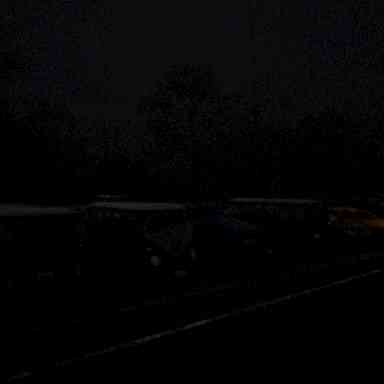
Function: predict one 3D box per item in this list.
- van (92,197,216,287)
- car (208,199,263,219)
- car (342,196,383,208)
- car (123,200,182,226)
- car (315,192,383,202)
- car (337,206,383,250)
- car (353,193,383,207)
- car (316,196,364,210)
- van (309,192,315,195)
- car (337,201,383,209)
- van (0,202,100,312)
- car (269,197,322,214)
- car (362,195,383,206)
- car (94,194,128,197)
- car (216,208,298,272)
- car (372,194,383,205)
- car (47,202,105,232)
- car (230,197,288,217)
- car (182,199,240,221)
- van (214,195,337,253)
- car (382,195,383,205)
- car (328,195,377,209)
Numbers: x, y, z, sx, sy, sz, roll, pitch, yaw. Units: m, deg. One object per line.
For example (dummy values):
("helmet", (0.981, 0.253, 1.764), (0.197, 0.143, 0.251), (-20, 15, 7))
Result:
("van", (-1.542, 1.264, 9.340), (1.878, 1.987, 4.442), (-1, 0, -36))
("car", (3.718, 1.396, 29.363), (2.163, 1.488, 4.792), (-1, 0, -36))
("car", (21.796, 1.232, 42.255), (2.002, 1.452, 4.674), (-1, 0, -36))
("car", (-3.041, 1.432, 24.499), (2.097, 1.535, 5.008), (-1, 0, -36))
("car", (9.809, 1.129, 17.568), (2.435, 2.045, 5.566), (-1, 0, -36))
("car", (5.233, 1.464, 14.333), (2.002, 1.452, 4.674), (-1, 0, -36))
("car", (24.033, 1.045, 43.897), (2.185, 1.767, 4.553), (-1, 0, -36))
("car", (17.280, 1.275, 39.024), (2.002, 1.452, 4.674), (-1, 0, -36))
("van", (14.952, 1.030, 37.506), (1.878, 1.987, 4.442), (-1, 0, -36))
("car", (7.622, 1.399, 15.810), (1.946, 1.575, 5.366), (-1, 0, -36))
("van", (-3.957, 1.281, 7.900), (1.878, 1.987, 4.442), (0, 0, -36))
("car", (10.524, 1.330, 34.160), (2.163, 1.488, 4.792), (-1, 0, -36))
("car", (26.306, 1.149, 45.491), (2.097, 1.535, 5.008), (-1, 0, -36))
("car", (-5.280, 1.203, 22.855), (2.435, 2.045, 5.566), (-1, 0, -36))
("car", (0.677, 1.469, 11.064), (2.097, 1.535, 5.008), (-1, 0, -36))
("car", (28.570, 1.130, 47.096), (2.231, 1.521, 4.892), (-1, 0, -36))
("car", (-7.548, 1.477, 21.261), (2.231, 1.521, 4.892), (-1, 0, -36))
("car", (6.100, 1.341, 30.802), (1.946, 1.575, 5.366), (-1, 0, -36))
("car", (1.474, 1.389, 27.730), (2.231, 1.521, 4.892), (-1, 0, -36))
("van", (2.885, 1.221, 12.794), (1.878, 1.987, 4.442), (-1, 0, -36))
("car", (30.806, 1.138, 48.739), (2.163, 1.488, 4.792), (-1, 0, -36))
("car", (19.540, 1.213, 40.638), (2.097, 1.535, 5.008), (-1, 0, -36))
